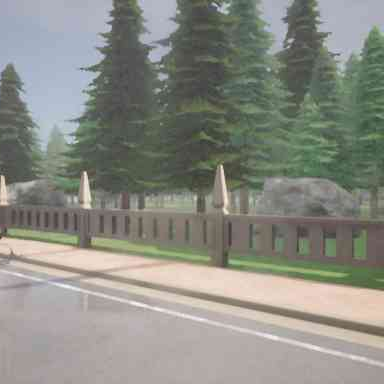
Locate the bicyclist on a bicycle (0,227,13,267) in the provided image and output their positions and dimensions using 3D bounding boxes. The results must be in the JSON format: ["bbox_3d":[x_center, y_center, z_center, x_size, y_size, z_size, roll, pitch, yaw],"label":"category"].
[{"bbox_3d":[-5.908,1.409,9.445,0.582,1.620,1.656,0,0,33],"label":"bicyclist on a bicycle"}]
